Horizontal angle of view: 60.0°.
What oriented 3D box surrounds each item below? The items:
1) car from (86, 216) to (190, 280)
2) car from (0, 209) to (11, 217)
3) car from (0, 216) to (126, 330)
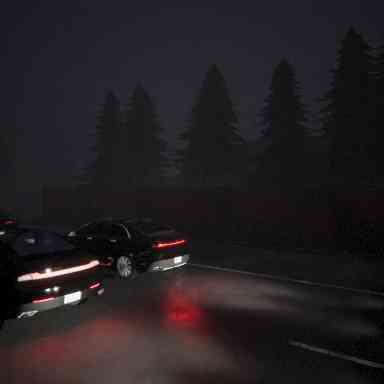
[{"bbox_3d":[-2.331,1.505,9.984,4.892,1.490,1.837,0,0,36],"label":"car"},{"bbox_3d":[-9.971,1.505,15.473,4.892,1.490,1.837,0,0,36],"label":"car"},{"bbox_3d":[-3.899,1.492,6.799,4.902,1.511,2.128,0,0,36],"label":"car"}]
